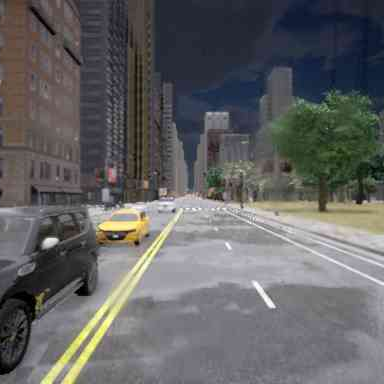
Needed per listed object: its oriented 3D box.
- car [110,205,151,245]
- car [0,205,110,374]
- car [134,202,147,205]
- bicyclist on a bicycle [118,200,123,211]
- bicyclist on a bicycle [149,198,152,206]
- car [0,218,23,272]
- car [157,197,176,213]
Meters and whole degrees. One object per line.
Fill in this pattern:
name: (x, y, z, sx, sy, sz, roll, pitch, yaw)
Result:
car: (-3.277, 1.665, 16.822, 1.882, 1.535, 5.008, 0, -1, 0)
car: (-3.337, 1.291, 6.066, 2.150, 2.045, 5.566, 0, -1, 0)
car: (-6.578, 2.001, 42.476, 1.812, 1.442, 4.674, 0, -1, 0)
bicyclist on a bicycle: (-8.757, 1.791, 40.292, 0.659, 1.776, 1.843, 0, -2, 0)
bicyclist on a bicycle: (-8.761, 2.162, 70.303, 0.659, 1.776, 1.843, 0, -2, 0)
car: (-6.585, 1.602, 8.651, 1.837, 1.490, 4.892, 0, -1, 0)
car: (-3.320, 1.718, 44.048, 2.150, 2.045, 5.566, 0, -1, 0)
